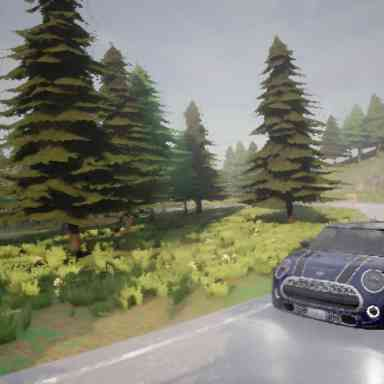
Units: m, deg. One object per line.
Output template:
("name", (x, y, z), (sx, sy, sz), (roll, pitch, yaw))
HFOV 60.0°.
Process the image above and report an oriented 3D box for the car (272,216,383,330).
("car", (3.613, 1.463, 7.232), (2.097, 1.767, 4.553), (-3, -2, 43))
